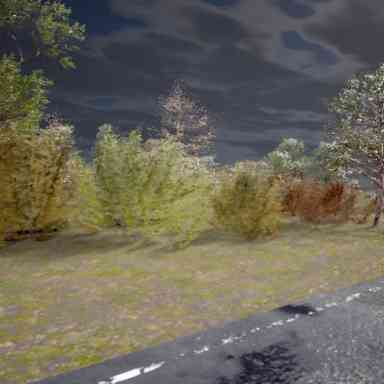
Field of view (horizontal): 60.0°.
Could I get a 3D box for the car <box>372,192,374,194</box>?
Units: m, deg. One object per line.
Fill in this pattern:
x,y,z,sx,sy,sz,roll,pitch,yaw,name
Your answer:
42.906,0.718,78.180,2.097,1.767,4.553,1,1,-5,car
